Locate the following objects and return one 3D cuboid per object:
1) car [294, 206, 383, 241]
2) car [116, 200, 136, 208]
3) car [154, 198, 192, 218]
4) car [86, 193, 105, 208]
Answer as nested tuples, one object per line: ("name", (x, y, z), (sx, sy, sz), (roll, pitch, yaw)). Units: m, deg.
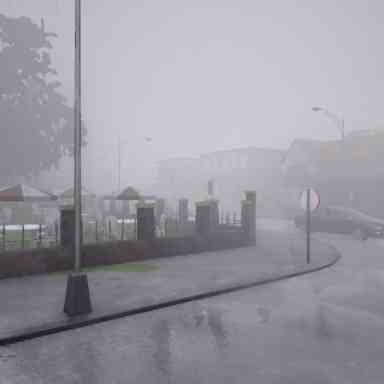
("car", (7.546, 1.504, 16.894), (1.837, 1.490, 4.892), (0, 0, -34))
("car", (-10.012, 1.477, 48.730), (1.882, 1.535, 5.008), (0, 0, -35))
("car", (-1.965, 1.352, 30.252), (2.097, 1.767, 4.553), (0, 0, -36))
("car", (-14.062, 1.222, 47.291), (2.150, 2.045, 5.566), (0, 0, -35))
